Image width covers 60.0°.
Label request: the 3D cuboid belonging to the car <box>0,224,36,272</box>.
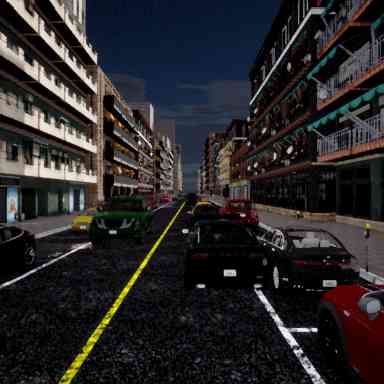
[{"bbox_3d":[-5.693,1.566,8.670,1.947,1.339,4.313,0,0,0],"label":"car"}]

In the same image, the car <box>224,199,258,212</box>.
[{"bbox_3d":[2.686,1.314,19.943,2.192,1.841,5.009,0,0,0],"label":"car"}]

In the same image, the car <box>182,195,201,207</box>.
[{"bbox_3d":[0.003,1.497,46.445,1.837,1.490,4.892,0,0,0],"label":"car"}]

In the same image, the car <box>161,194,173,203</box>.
[{"bbox_3d":[-5.709,1.298,70.672,2.192,1.841,5.009,0,0,0],"label":"car"}]

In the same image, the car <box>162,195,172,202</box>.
[{"bbox_3d":[-5.711,1.420,76.308,1.967,1.590,4.097,0,0,0],"label":"car"}]

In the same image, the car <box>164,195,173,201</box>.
[{"bbox_3d":[-5.713,1.522,81.945,1.887,1.381,4.507,0,0,0],"label":"car"}]

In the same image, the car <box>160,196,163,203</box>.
[{"bbox_3d":[-5.704,1.573,48.127,1.802,1.307,4.206,0,0,0],"label":"car"}]

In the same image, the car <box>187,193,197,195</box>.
[{"bbox_3d":[-0.017,1.209,59.744,2.150,2.045,5.566,0,0,0],"label":"car"}]

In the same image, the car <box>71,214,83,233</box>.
[{"bbox_3d":[-5.695,1.524,19.774,1.752,1.417,4.829,0,0,0],"label":"car"}]

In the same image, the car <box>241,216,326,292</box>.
[{"bbox_3d":[2.689,1.551,8.670,2.008,1.369,4.403,0,0,0],"label":"car"}]

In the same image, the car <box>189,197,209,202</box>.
[{"bbox_3d":[0.892,1.453,25.357,1.801,1.575,5.366,0,0,0],"label":"car"}]

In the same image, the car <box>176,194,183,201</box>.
[{"bbox_3d":[-3.024,1.329,83.819,2.097,1.767,4.553,0,0,0],"label":"car"}]

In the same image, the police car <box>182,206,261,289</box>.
[{"bbox_3d":[0.752,1.425,9.273,1.930,1.638,5.238,0,0,0],"label":"police car"}]

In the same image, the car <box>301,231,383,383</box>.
[{"bbox_3d":[2.690,1.440,3.034,1.967,1.590,4.097,0,0,0],"label":"car"}]

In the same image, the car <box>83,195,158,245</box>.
[{"bbox_3d":[-3.105,1.221,15.819,2.150,2.045,5.566,0,0,0],"label":"car"}]

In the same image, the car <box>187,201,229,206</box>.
[{"bbox_3d":[0.815,1.510,19.170,1.837,1.490,4.892,0,0,0],"label":"car"}]

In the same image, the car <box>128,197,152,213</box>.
[{"bbox_3d":[-5.700,1.435,36.854,1.967,1.590,4.097,0,0,0],"label":"car"}]

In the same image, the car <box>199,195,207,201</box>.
[{"bbox_3d":[2.668,1.522,81.943,1.887,1.381,4.507,0,0,0],"label":"car"}]
